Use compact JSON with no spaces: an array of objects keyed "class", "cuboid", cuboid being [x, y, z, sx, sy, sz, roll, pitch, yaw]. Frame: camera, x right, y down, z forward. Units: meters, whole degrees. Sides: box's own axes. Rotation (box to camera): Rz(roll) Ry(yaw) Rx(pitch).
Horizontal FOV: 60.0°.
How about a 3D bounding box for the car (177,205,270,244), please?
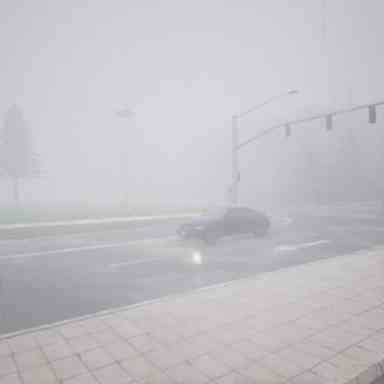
[{"class":"car","cuboid":[1.524,1.353,14.899,4.674,1.442,1.812,-1,1,-35]}]
